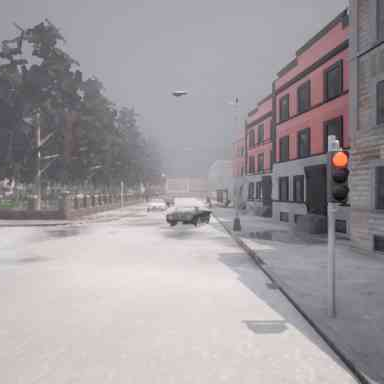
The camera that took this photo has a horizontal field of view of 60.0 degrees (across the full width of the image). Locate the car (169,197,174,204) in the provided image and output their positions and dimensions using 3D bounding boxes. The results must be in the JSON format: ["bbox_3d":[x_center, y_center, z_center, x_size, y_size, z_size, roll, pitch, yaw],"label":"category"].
[{"bbox_3d":[-4.056,1.601,49.026,1.895,1.301,4.718,0,0,0],"label":"car"}]

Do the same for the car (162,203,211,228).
[{"bbox_3d":[-0.079,1.601,22.435,1.895,1.301,4.718,0,0,18],"label":"car"}]

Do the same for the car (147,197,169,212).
[{"bbox_3d":[-4.055,1.526,38.931,1.812,1.442,4.674,0,0,0],"label":"car"}]
